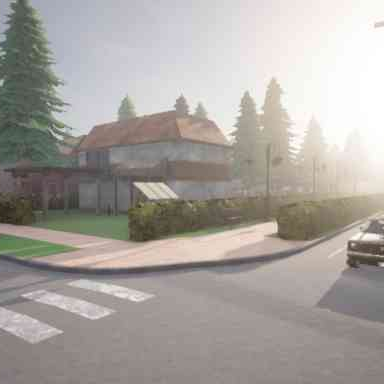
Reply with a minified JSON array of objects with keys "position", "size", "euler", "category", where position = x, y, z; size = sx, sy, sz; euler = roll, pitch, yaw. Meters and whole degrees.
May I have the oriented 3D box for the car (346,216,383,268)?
[{"position":[5.994,1.427,9.791],"size":[1.895,1.301,4.718],"euler":[1,1,37],"category":"car"}]
